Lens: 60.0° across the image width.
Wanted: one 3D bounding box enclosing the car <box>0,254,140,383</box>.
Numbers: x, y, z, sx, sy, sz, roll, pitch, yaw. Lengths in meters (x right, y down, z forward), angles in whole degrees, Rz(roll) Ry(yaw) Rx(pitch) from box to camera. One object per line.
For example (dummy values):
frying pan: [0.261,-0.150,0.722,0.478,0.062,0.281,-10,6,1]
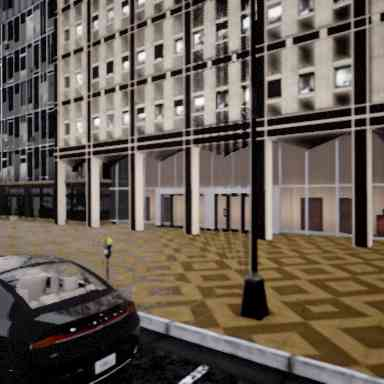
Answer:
car: [-2.696,1.600,4.791,4.403,1.369,2.008,-1,0,35]
